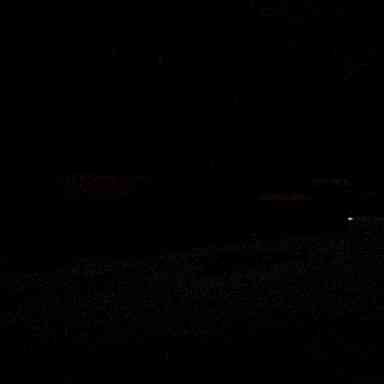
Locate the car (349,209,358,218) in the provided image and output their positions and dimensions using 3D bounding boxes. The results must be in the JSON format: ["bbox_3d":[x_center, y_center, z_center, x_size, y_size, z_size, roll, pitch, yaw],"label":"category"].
[{"bbox_3d":[16.441,2.190,38.238,1.882,1.535,5.008,-1,-1,-35],"label":"car"}]
